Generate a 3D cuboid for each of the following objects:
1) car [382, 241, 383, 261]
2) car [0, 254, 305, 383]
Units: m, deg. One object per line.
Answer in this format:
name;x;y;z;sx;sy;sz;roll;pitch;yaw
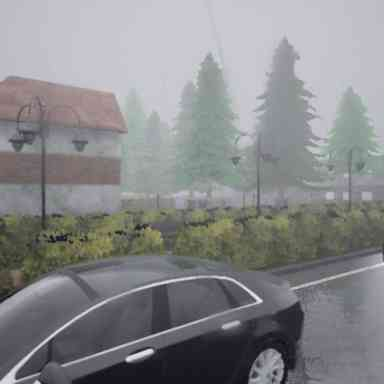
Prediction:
car;7.683;1.203;9.519;5.566;2.045;2.150;0;0;-36
car;-0.876;1.504;3.367;4.892;1.490;1.837;0;0;-36
